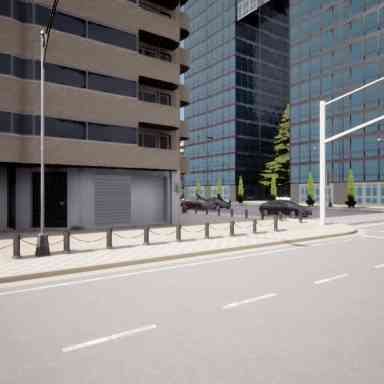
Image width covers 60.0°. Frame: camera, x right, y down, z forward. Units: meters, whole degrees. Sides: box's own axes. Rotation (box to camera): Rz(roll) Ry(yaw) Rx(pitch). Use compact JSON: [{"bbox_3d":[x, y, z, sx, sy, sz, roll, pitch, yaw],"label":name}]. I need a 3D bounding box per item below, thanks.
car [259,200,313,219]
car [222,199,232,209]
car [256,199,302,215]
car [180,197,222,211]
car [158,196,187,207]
[{"bbox_3d":[8.153,1.449,29.167,1.837,1.490,4.892,0,0,-37],"label":"car"},{"bbox_3d":[3.010,1.449,42.424,1.837,1.490,4.892,0,0,-35],"label":"car"},{"bbox_3d":[8.874,1.508,34.158,1.994,1.385,4.181,0,0,-36],"label":"car"},{"bbox_3d":[0.989,1.470,39.213,1.812,1.442,4.674,0,0,-35],"label":"car"},{"bbox_3d":[-3.042,1.436,51.060,2.128,1.511,4.902,0,0,-35],"label":"car"}]
